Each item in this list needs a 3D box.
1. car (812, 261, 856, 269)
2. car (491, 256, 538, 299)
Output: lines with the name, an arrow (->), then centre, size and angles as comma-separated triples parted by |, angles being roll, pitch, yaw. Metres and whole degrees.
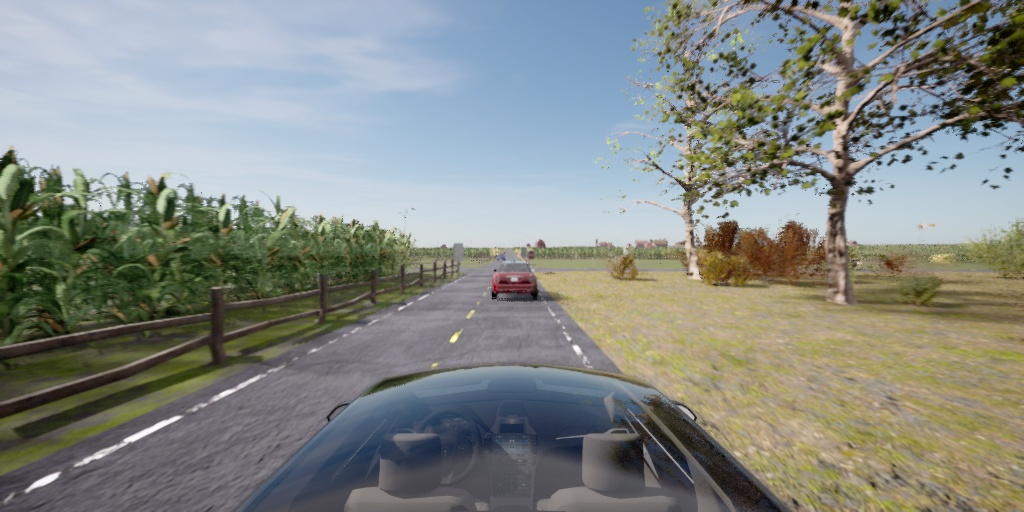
car -> 43.412, 1.103, 48.381 | 4.892, 1.490, 1.837 | 0, 1, 1
car -> 0.108, 1.022, 17.662 | 2.097, 1.767, 4.553 | 0, 0, 0
